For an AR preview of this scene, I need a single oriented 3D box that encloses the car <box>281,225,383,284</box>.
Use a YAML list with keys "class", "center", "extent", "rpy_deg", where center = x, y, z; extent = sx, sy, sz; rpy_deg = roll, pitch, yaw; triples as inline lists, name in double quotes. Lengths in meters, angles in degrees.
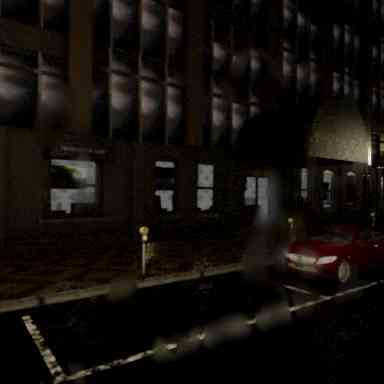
- class: "car"
  center: [4.446, 1.642, 9.711]
  extent: [4.206, 1.307, 1.802]
  rpy_deg: [0, 0, -35]
